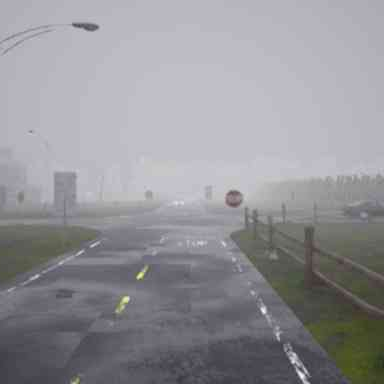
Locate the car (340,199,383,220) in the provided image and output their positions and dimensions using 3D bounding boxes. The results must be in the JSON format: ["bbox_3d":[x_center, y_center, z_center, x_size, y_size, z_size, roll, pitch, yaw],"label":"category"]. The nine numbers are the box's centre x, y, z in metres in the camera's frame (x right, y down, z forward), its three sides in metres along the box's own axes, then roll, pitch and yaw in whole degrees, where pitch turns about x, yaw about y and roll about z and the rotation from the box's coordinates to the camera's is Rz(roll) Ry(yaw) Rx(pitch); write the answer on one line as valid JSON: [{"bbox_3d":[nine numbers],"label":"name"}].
[{"bbox_3d":[13.884,1.301,25.105,5.008,1.535,1.882,-1,-1,0],"label":"car"}]

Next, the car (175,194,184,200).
[{"bbox_3d":[-2.835,1.186,76.862,1.895,1.301,4.718,0,0,0],"label":"car"}]
